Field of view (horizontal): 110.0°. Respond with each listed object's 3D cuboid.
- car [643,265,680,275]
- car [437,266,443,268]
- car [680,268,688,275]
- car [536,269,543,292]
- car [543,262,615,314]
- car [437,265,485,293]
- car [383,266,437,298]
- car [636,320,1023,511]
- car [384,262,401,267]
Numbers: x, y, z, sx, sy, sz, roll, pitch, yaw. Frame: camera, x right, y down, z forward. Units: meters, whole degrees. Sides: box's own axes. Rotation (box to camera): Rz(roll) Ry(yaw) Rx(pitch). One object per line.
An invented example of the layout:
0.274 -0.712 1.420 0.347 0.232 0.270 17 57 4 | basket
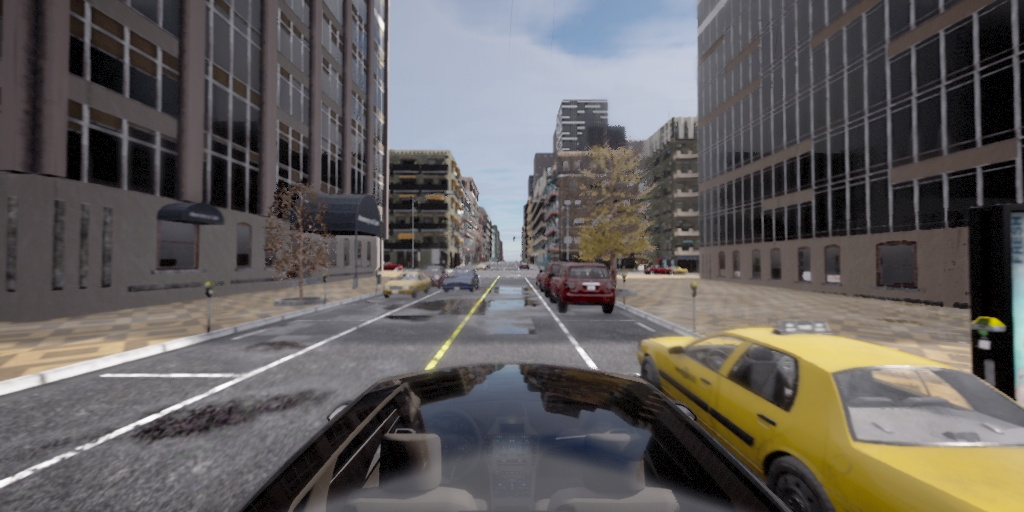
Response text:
20.773 1.977 50.383 4.097 1.591 1.967 0 0 -1 | car
-5.718 1.425 25.648 1.967 1.591 4.097 0 0 0 | car
26.174 2.313 58.743 4.829 1.417 1.751 0 0 -1 | car
2.669 1.245 20.098 2.192 1.841 5.009 0 0 0 | car
2.677 1.191 14.538 2.192 1.841 5.009 0 0 0 | car
-3.125 1.506 23.000 2.033 1.411 5.357 0 -1 0 | car
-5.711 1.456 19.918 1.751 1.417 4.829 0 0 0 | car
2.692 1.292 3.590 1.751 1.417 4.829 0 0 0 | car
-17.324 1.484 50.017 4.507 1.381 1.888 0 0 0 | car
